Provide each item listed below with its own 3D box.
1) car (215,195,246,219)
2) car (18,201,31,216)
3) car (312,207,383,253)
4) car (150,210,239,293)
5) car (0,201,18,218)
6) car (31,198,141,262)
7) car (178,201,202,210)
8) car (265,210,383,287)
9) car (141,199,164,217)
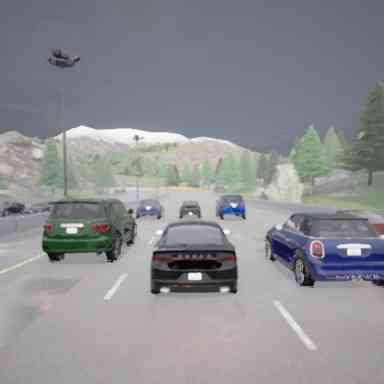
[{"bbox_3d":[3.357,1.253,29.405,2.150,2.045,5.566,0,0,0],"label":"car"},{"bbox_3d":[-14.286,1.595,32.005,1.837,1.490,4.892,0,-1,0],"label":"car"},{"bbox_3d":[6.985,1.502,14.512,1.812,1.442,4.674,0,0,0],"label":"car"},{"bbox_3d":[0.034,1.464,8.831,1.882,1.535,5.008,0,0,0],"label":"car"},{"bbox_3d":[-17.786,1.590,31.974,2.128,1.511,4.902,0,0,0],"label":"car"},{"bbox_3d":[-3.497,1.221,12.307,2.150,2.045,5.566,0,0,0],"label":"car"},{"bbox_3d":[-0.148,1.548,30.024,1.837,1.490,4.892,0,0,0],"label":"car"},{"bbox_3d":[3.529,1.330,9.404,2.097,1.767,4.553,0,0,0],"label":"car"},{"bbox_3d":[-3.646,1.404,29.719,2.097,1.767,4.553,0,0,0],"label":"car"}]
